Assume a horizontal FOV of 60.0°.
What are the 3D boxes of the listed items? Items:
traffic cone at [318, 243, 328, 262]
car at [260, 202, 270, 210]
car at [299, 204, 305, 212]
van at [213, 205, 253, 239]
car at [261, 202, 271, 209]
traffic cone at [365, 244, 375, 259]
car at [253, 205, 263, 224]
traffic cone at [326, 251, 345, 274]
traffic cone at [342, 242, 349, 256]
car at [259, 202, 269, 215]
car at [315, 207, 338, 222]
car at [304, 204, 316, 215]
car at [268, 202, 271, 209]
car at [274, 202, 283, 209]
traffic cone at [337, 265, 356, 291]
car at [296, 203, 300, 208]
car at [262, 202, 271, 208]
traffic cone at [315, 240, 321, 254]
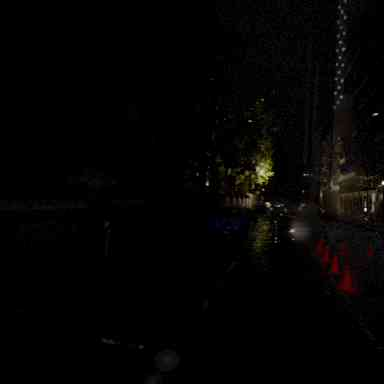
[{"bbox_3d":[5.094,2.341,12.611,0.340,0.580,0.340,3,-1,15],"label":"traffic cone"},{"bbox_3d":[15.127,2.901,68.867,1.752,1.417,4.829,3,0,15],"label":"car"},{"bbox_3d":[23.264,3.332,66.902,1.947,1.339,4.313,3,0,15],"label":"car"},{"bbox_3d":[2.363,1.656,19.531,1.690,1.788,3.998,3,0,15],"label":"van"},{"bbox_3d":[16.593,3.043,74.532,2.008,1.369,4.403,3,0,15],"label":"car"},{"bbox_3d":[7.529,2.478,14.045,0.340,0.580,0.340,3,-1,15],"label":"traffic cone"},{"bbox_3d":[5.198,2.141,30.530,1.802,1.307,4.206,3,0,15],"label":"car"},{"bbox_3d":[4.593,2.297,10.676,0.340,0.580,0.340,3,-1,15],"label":"traffic cone"},{"bbox_3d":[6.562,2.431,14.296,0.340,0.580,0.340,3,-1,15],"label":"traffic cone"},{"bbox_3d":[9.472,2.463,47.030,1.887,1.381,4.507,3,0,15],"label":"car"},{"bbox_3d":[16.144,2.769,39.409,1.802,1.307,4.206,3,0,15],"label":"car"},{"bbox_3d":[20.417,3.083,55.906,1.887,1.381,4.507,3,0,15],"label":"car"},{"bbox_3d":[12.320,2.702,58.032,2.008,1.369,4.403,3,0,15],"label":"car"},{"bbox_3d":[20.606,3.234,79.327,1.837,1.490,4.892,3,-1,15],"label":"car"},{"bbox_3d":[4.092,2.252,8.741,0.340,0.580,0.340,3,-1,15],"label":"traffic cone"},{"bbox_3d":[26.113,3.541,77.902,2.008,1.369,4.403,3,0,15],"label":"car"},{"bbox_3d":[18.017,3.155,80.033,2.008,1.369,4.403,3,0,15],"label":"car"},{"bbox_3d":[5.595,2.385,14.547,0.340,0.580,0.340,3,-1,15],"label":"traffic cone"}]
